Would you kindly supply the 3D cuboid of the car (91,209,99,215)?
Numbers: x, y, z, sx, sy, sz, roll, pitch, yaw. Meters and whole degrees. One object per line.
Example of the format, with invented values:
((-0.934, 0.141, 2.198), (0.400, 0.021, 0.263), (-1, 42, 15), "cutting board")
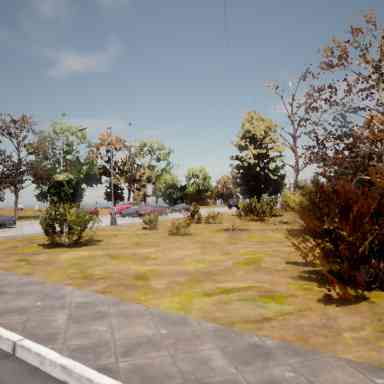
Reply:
((-12.124, 2.385, 35.169), (1.882, 1.535, 5.008), (-3, -2, 33), "car")

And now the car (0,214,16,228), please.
((-16.993, 2.453, 27.680), (1.994, 1.385, 4.181), (-3, -2, 34), "car")

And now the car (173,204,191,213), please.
((-1.764, 2.577, 51.595), (1.994, 1.385, 4.181), (-3, -2, 32), "car")

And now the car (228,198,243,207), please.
((8.496, 2.186, 61.070), (2.150, 2.045, 5.566), (-3, -2, 33), "car")

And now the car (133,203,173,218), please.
((-4.606, 2.336, 40.183), (1.994, 1.385, 4.181), (-3, -2, 32), "car")

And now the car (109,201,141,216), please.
((-9.109, 2.342, 46.540), (2.150, 2.045, 5.566), (-3, -2, 32), "car")

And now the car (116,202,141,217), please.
((-7.122, 2.474, 43.099), (1.812, 1.442, 4.674), (-3, -2, 32), "car")
